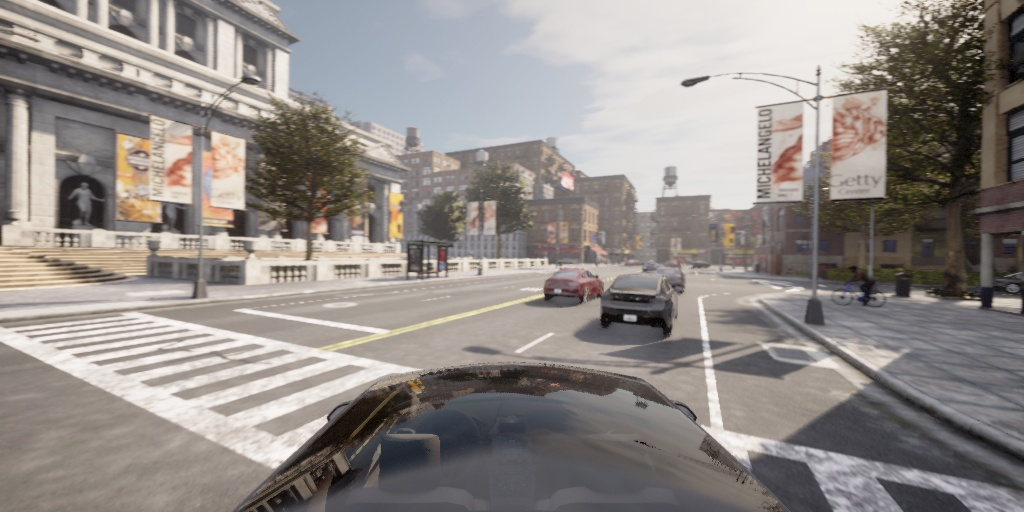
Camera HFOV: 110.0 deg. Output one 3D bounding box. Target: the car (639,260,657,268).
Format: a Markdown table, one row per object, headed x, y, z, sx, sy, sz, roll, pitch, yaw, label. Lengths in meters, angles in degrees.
| x | y | z | sx | sy | sz | roll | pitch | yaw | label |
| --- | --- | --- | --- | --- | --- | --- | --- | --- | --- |
| 18.148 | 1.504 | 46.596 | 1.895 | 1.301 | 4.718 | 1 | 0 | 27 | car |

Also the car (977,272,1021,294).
| x | y | z | sx | sy | sz | roll | pitch | yaw | label |
| --- | --- | --- | --- | --- | --- | --- | --- | --- | --- |
| 34.001 | 1.728 | 23.227 | 4.892 | 1.490 | 1.837 | 1 | 0 | 27 | car |

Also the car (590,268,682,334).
| x | y | z | sx | sy | sz | roll | pitch | yaw | label |
| --- | --- | --- | --- | --- | --- | --- | --- | --- | --- |
| 4.011 | 1.291 | 10.995 | 1.837 | 1.490 | 4.892 | 1 | 0 | 27 | car |

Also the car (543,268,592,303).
| x | y | z | sx | sy | sz | roll | pitch | yaw | label |
| --- | --- | --- | --- | --- | --- | --- | --- | --- | --- |
| 2.924 | 1.278 | 16.682 | 1.812 | 1.442 | 4.674 | 1 | 0 | 27 | car |

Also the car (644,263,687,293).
| x | y | z | sx | sy | sz | roll | pitch | yaw | label |
| --- | --- | --- | --- | --- | --- | --- | --- | --- | --- |
| 9.625 | 1.389 | 22.069 | 2.033 | 1.411 | 5.357 | 1 | 0 | 27 | car |

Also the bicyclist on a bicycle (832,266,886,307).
| x | y | z | sx | sy | sz | roll | pitch | yaw | label |
| --- | --- | --- | --- | --- | --- | --- | --- | --- | --- |
| 13.902 | 1.232 | 14.392 | 1.656 | 1.620 | 0.582 | 1 | 0 | 27 | bicyclist on a bicycle |
